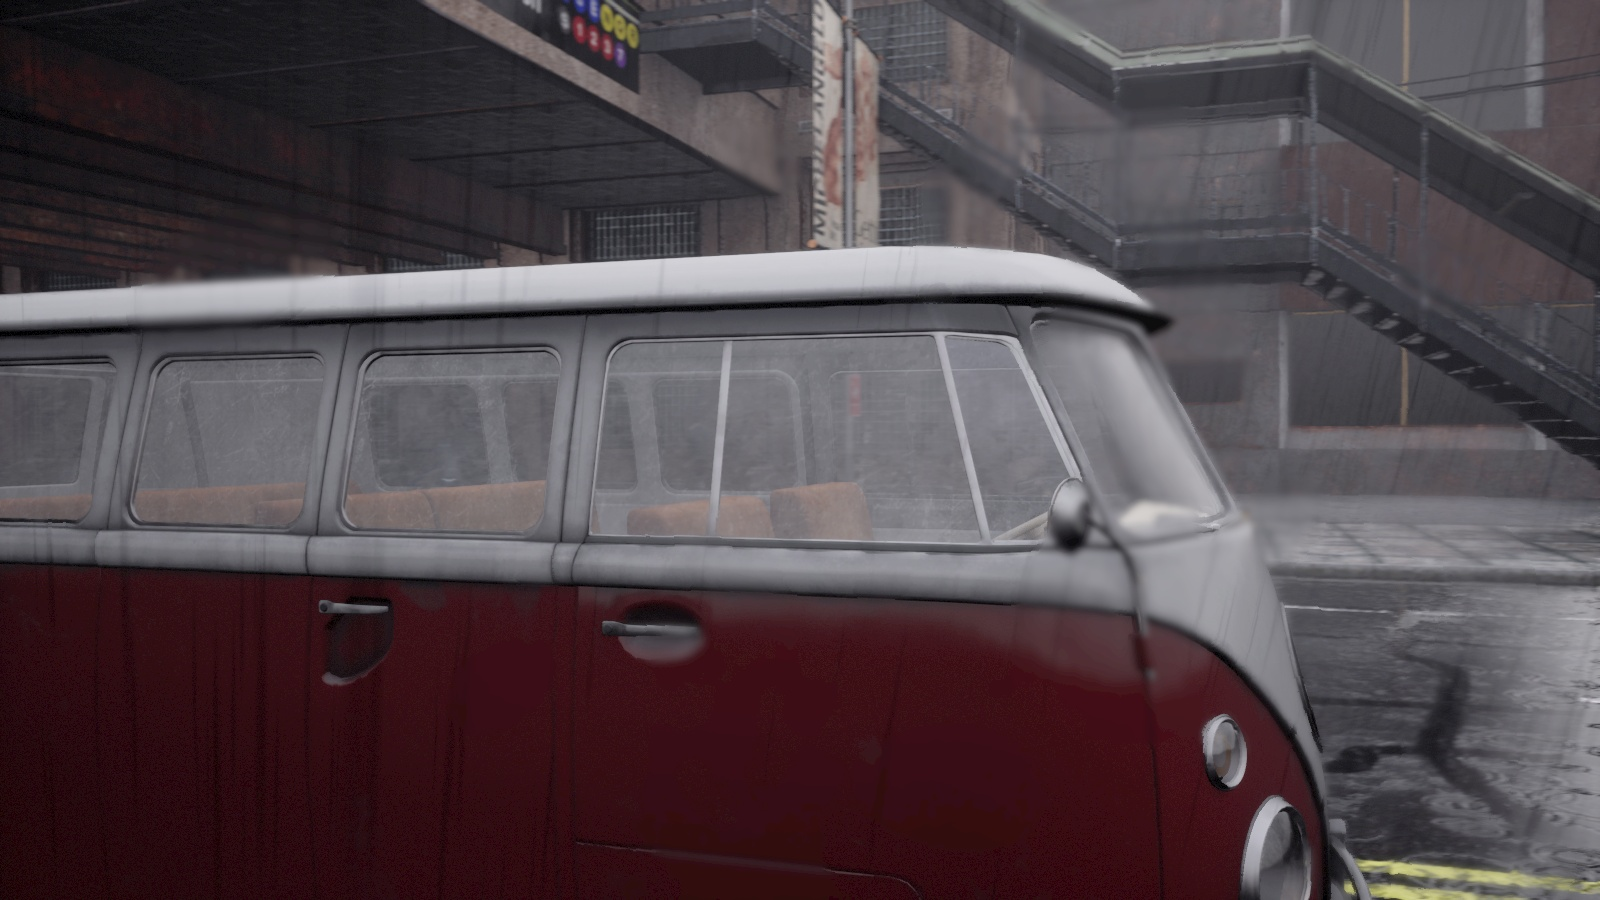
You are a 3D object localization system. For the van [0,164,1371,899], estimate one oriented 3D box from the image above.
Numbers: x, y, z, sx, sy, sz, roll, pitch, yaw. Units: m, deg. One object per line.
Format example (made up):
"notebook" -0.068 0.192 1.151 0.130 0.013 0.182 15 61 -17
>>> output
"van" -0.943 0.520 3.508 4.442 1.987 1.775 1 1 19
